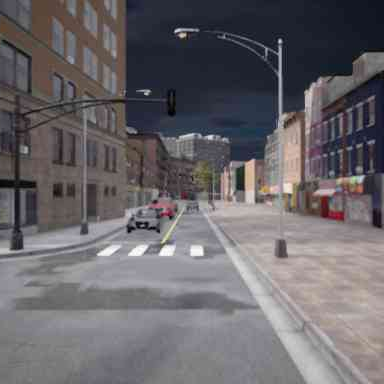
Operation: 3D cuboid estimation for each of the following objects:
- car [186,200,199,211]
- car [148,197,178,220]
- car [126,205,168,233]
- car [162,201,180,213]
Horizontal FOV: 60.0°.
[{"bbox_3d":[0.107,1.967,49.168,2.128,1.511,4.902,0,0,0],"label":"car"},{"bbox_3d":[-2.843,1.529,31.809,2.150,2.045,5.566,0,-1,0],"label":"car"},{"bbox_3d":[-2.847,1.765,21.027,1.994,1.385,4.181,0,-1,0],"label":"car"},{"bbox_3d":[-2.824,1.989,45.746,2.033,1.411,5.357,0,-1,0],"label":"car"}]
